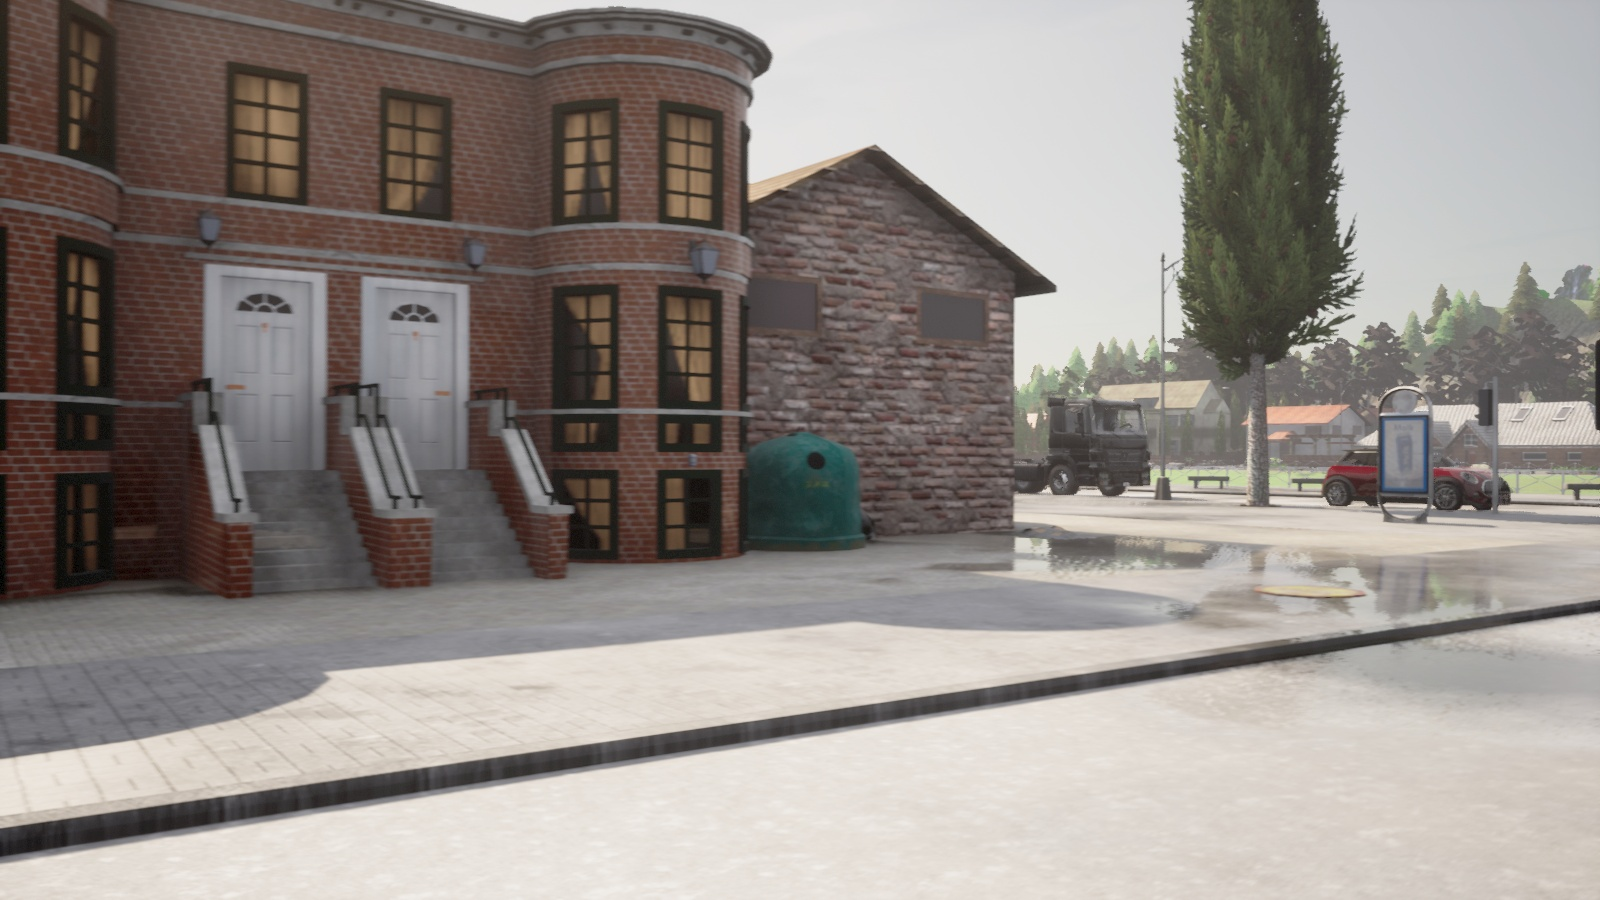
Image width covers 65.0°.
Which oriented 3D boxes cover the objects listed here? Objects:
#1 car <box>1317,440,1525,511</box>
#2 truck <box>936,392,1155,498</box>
[{"bbox_3d":[16.553,0.651,33.706,2.097,1.767,4.553,0,0,-35],"label":"car"},{"bbox_3d":[8.615,-0.145,45.100,2.891,3.462,7.936,0,0,-35],"label":"truck"}]
